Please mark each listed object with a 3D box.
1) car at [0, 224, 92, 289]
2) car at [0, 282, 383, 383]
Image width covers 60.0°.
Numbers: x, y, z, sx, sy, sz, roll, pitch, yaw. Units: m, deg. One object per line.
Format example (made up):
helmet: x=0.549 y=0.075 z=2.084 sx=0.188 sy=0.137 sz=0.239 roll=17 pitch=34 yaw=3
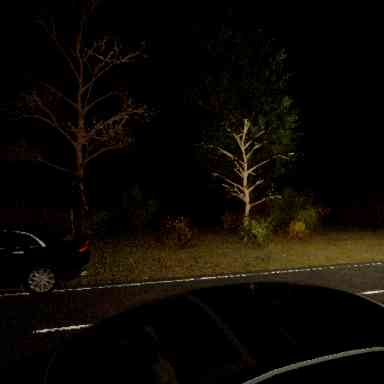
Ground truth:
car: x=-4.859 y=1.529 z=7.621 sx=4.892 sy=1.490 sz=1.837 roll=0 pitch=0 yaw=-18
car: x=0.980 y=1.511 z=2.430 sx=4.892 sy=1.490 sz=1.837 roll=0 pitch=0 yaw=-18
